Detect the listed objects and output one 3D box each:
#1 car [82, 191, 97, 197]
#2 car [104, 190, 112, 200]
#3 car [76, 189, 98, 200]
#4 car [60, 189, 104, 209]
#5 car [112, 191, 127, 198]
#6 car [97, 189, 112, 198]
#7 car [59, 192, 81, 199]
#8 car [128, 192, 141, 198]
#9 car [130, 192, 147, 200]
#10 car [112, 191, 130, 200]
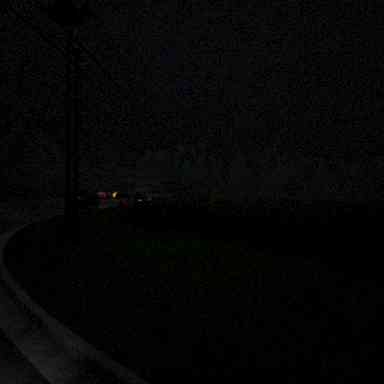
[{"bbox_3d":[-23.501,0.436,76.359,1.812,1.442,4.674,1,0,4],"label":"car"},{"bbox_3d":[-17.159,0.847,65.960,1.895,1.301,4.718,1,0,4],"label":"car"},{"bbox_3d":[-20.673,0.426,65.765,2.150,2.045,5.566,1,0,4],"label":"car"},{"bbox_3d":[-11.936,0.772,36.613,2.150,2.045,5.566,1,0,4],"label":"car"},{"bbox_3d":[-16.515,0.484,75.910,1.882,1.535,5.008,1,0,4],"label":"car"},{"bbox_3d":[-20.008,0.315,76.103,2.097,1.767,4.553,1,0,4],"label":"car"},{"bbox_3d":[-24.171,0.686,65.962,2.033,1.411,5.357,1,0,4],"label":"car"},{"bbox_3d":[-13.024,0.606,75.686,1.994,1.385,4.181,1,0,4],"label":"car"},{"bbox_3d":[-10.166,0.904,65.605,1.994,1.385,4.181,1,1,4],"label":"car"},{"bbox_3d":[-13.661,0.645,65.768,2.097,1.767,4.553,1,0,4],"label":"car"}]
